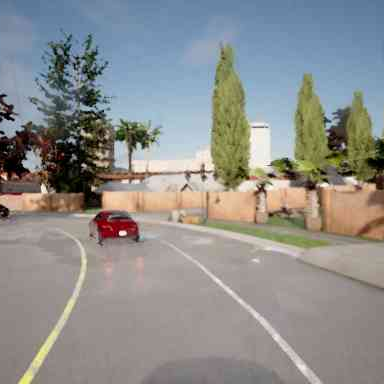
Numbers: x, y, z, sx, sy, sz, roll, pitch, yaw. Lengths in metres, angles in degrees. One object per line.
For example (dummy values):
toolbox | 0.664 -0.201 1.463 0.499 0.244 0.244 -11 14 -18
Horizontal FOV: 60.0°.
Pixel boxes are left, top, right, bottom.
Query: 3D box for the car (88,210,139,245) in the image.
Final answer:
car | -3.847 1.585 16.064 1.812 1.442 4.674 0 0 -24

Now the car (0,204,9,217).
car | -20.990 1.901 34.443 4.892 1.490 1.837 -1 -1 30
